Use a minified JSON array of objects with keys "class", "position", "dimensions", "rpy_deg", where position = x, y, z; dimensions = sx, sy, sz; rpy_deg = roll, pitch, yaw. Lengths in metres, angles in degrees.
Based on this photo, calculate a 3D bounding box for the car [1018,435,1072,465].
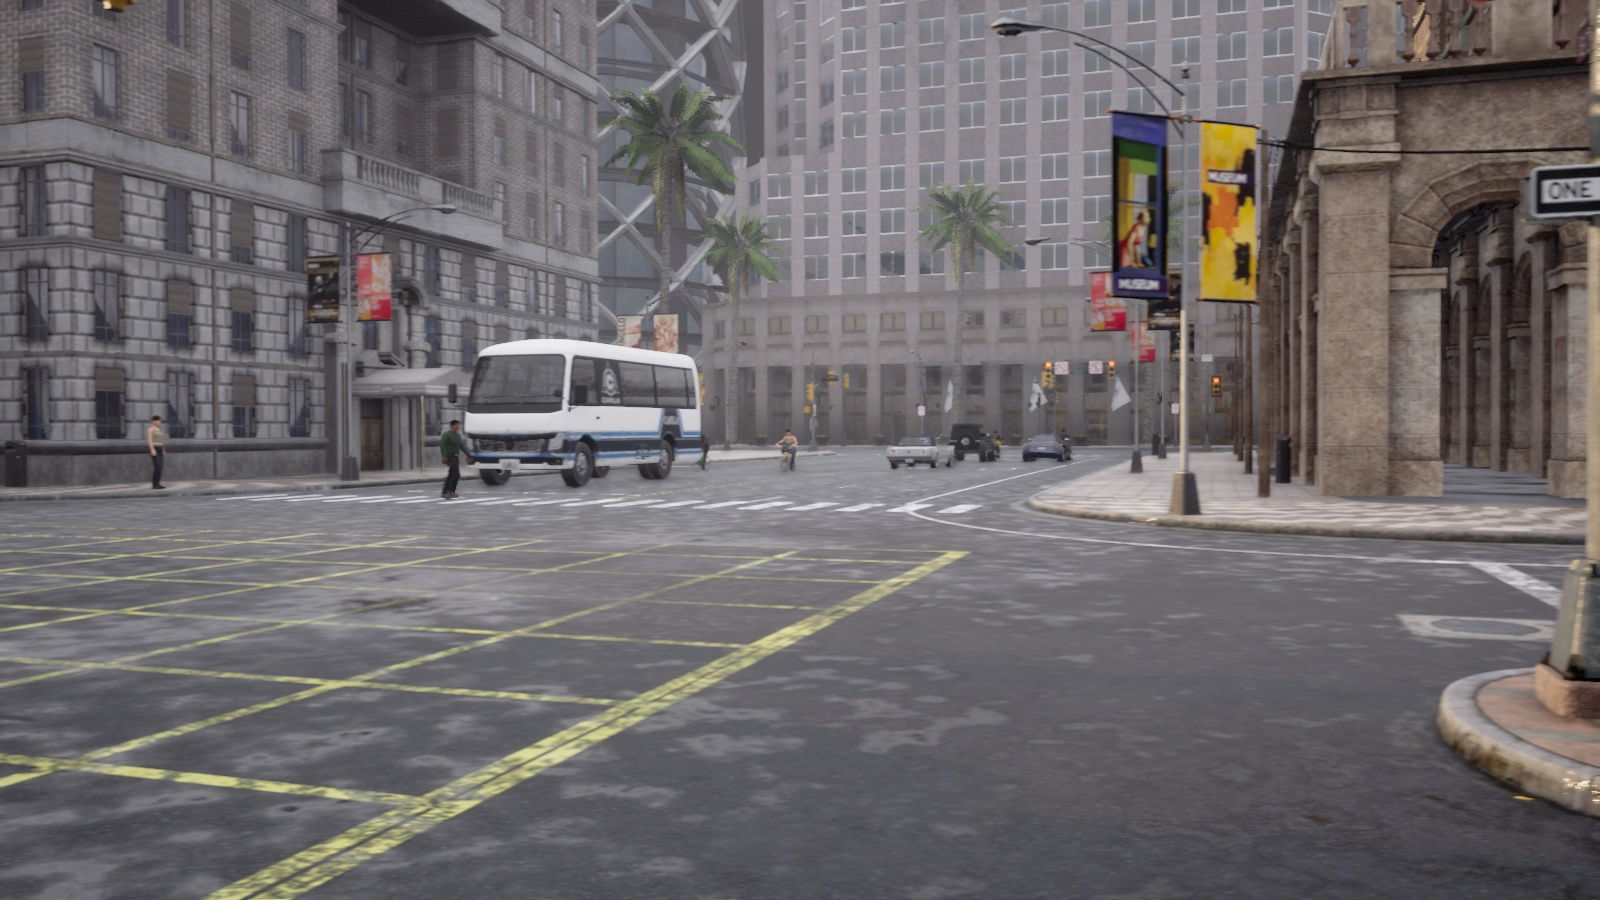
[{"class":"car","position":[11.990,-0.045,61.220],"dimensions":[1.994,1.385,4.181],"rpy_deg":[1,1,19]}]

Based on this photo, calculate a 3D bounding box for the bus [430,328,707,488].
[{"class":"bus","position":[-6.678,-1.196,38.765],"dimensions":[3.944,4.253,10.273],"rpy_deg":[1,1,18]}]

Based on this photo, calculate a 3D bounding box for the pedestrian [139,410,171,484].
[{"class":"pedestrian","position":[-15.988,-0.076,31.135],"dimensions":[0.594,1.836,0.345],"rpy_deg":[0,1,5]}]

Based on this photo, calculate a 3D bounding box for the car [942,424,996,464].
[{"class":"car","position":[8.265,-0.325,61.133],"dimensions":[1.905,1.878,3.866],"rpy_deg":[1,1,19]}]

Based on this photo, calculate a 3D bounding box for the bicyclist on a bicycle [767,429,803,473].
[{"class":"bicyclist on a bicycle","position":[-0.550,0.022,46.134],"dimensions":[0.866,1.612,1.509],"rpy_deg":[1,1,19]}]

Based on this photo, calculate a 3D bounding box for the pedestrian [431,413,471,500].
[{"class":"pedestrian","position":[-7.934,0.138,28.555],"dimensions":[0.788,1.949,0.423],"rpy_deg":[1,1,22]}]

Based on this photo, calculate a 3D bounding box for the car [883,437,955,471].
[{"class":"car","position":[4.914,0.123,51.339],"dimensions":[1.895,1.301,4.718],"rpy_deg":[1,1,19]}]
